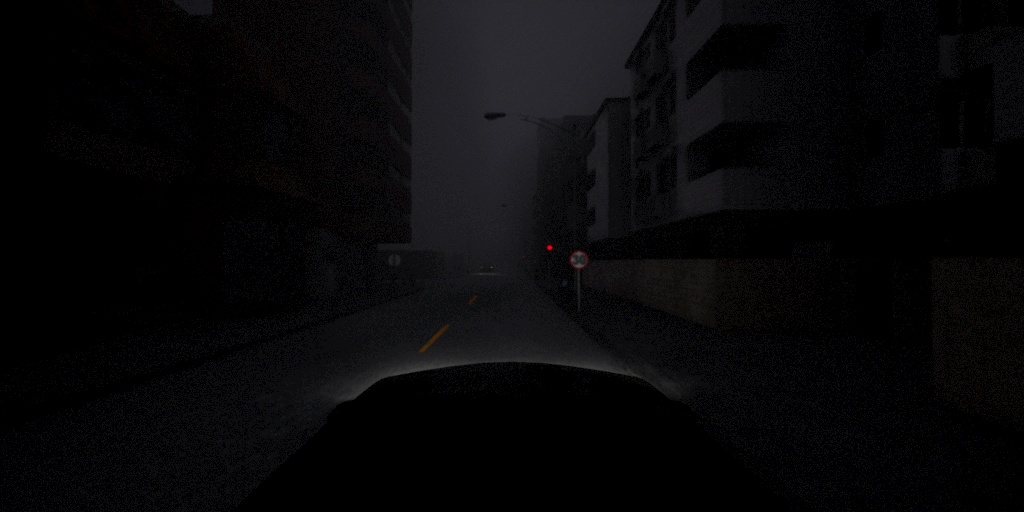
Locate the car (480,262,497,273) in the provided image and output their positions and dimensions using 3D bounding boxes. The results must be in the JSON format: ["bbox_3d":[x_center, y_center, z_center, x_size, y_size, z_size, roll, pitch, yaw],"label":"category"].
[{"bbox_3d":[-4.058,1.898,59.264,2.097,1.767,4.553,0,-1,0],"label":"car"}]
